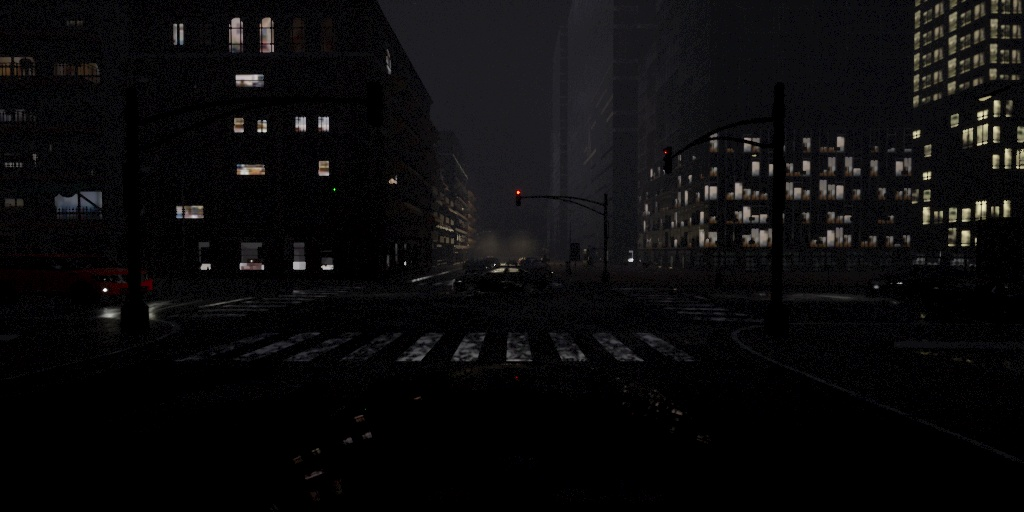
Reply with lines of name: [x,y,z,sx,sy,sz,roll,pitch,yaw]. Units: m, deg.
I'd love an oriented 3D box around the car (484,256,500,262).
car: [-3.124,1.052,50.790,2.097,1.767,4.553,0,0,0]

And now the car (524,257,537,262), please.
car: [2.627,1.157,38.123,1.967,1.591,4.097,0,0,0]

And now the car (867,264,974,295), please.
car: [20.821,1.312,18.035,4.902,1.511,2.128,0,1,1]

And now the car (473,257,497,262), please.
car: [-3.130,1.218,41.554,1.837,1.490,4.892,0,0,0]

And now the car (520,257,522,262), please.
car: [2.613,1.238,55.061,1.888,1.381,4.507,0,0,0]

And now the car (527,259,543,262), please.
car: [2.632,1.270,32.477,1.888,1.381,4.507,0,0,0]

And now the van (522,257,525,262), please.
van: [2.618,1.042,49.415,1.690,1.789,3.998,0,0,0]

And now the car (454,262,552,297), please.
car: [-0.503,1.232,18.330,4.902,1.511,2.128,0,0,1]

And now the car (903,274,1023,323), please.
car: [16.706,1.445,12.181,4.403,1.370,2.007,0,0,1]

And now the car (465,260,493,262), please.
car: [-3.115,1.289,32.816,1.994,1.385,4.181,0,0,0]

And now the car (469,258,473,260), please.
car: [-5.730,1.268,49.375,1.948,1.339,4.313,0,0,0]

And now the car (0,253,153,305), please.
car: [-18.851,0.911,15.341,5.566,2.045,2.150,0,1,1]
